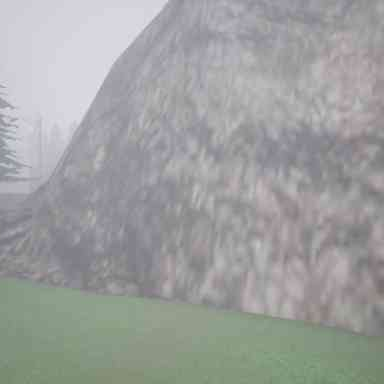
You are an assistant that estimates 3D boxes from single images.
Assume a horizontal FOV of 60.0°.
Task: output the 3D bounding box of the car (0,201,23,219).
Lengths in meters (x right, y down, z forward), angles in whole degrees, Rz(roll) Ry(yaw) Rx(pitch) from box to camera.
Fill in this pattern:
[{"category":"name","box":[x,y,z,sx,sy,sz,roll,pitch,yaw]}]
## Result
[{"category":"car","box":[-16.156,1.491,26.671,2.128,1.511,4.902,0,0,29]}]
